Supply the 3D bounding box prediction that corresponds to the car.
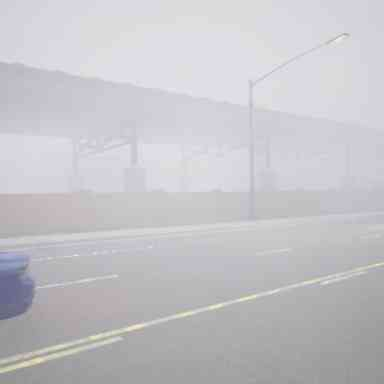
[{"bbox_3d":[-4.986,1.476,4.728,5.008,1.535,1.882,0,0,-35],"label":"car"}]
